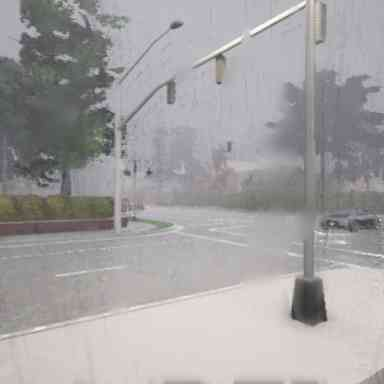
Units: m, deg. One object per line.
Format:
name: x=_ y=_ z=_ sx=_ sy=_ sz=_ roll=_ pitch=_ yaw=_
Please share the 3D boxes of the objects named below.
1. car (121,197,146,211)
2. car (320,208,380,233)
car: x=-7.699 y=1.486 z=42.432 sx=2.097 sy=1.767 sz=4.553 roll=1 pitch=0 yaw=-36
car: x=9.871 y=1.715 z=20.744 sx=4.181 sy=1.385 sz=1.994 roll=1 pitch=0 yaw=-36
